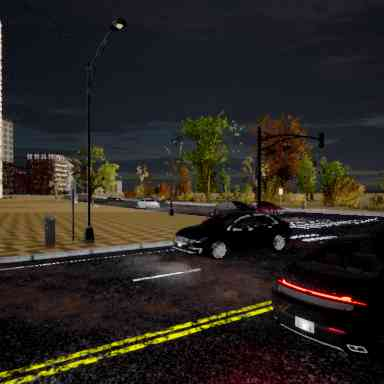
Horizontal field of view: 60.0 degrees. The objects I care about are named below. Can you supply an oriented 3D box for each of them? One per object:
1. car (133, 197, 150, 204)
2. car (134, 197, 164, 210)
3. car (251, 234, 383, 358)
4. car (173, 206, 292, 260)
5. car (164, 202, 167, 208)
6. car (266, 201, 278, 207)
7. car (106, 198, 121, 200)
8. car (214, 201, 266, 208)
[{"bbox_3d":[-9.891,1.676,65.399,1.994,1.385,4.181,0,0,-29],"label":"car"},{"bbox_3d":[-6.033,1.629,45.389,1.812,1.442,4.674,0,0,-31],"label":"car"},{"bbox_3d":[3.490,1.504,5.758,4.892,1.490,1.837,0,0,-34],"label":"car"},{"bbox_3d":[1.620,1.503,12.434,4.892,1.490,1.837,0,1,-34],"label":"car"},{"bbox_3d":[-5.672,1.648,51.156,2.033,1.411,5.357,0,0,-30],"label":"car"},{"bbox_3d":[6.639,1.574,30.873,1.812,1.442,4.674,0,0,-30],"label":"car"},{"bbox_3d":[-13.847,1.298,58.920,1.994,1.385,4.181,0,0,-30],"label":"car"},{"bbox_3d":[3.840,1.560,29.235,1.837,1.490,4.892,0,1,-32],"label":"car"}]
